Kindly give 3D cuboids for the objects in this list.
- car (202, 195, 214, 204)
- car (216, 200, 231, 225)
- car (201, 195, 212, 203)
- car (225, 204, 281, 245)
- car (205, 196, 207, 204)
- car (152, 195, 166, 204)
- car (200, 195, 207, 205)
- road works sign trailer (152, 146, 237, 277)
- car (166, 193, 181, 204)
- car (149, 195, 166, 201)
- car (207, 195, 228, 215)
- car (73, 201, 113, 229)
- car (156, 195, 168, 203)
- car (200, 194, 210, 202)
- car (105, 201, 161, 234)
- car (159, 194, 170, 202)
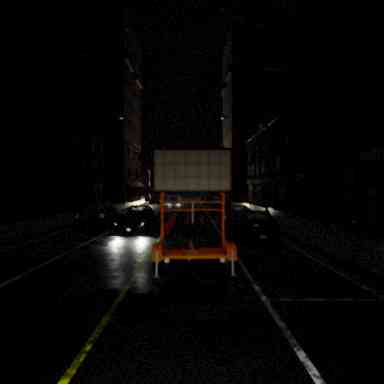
[{"bbox_3d":[2.717,1.291,58.993,1.887,1.381,4.507,-1,0,0],"label":"car"},{"bbox_3d":[2.740,1.449,20.458,1.887,1.381,4.507,-1,0,0],"label":"car"},{"bbox_3d":[2.714,1.270,64.498,1.887,1.381,4.507,-1,0,0],"label":"car"},{"bbox_3d":[2.743,1.479,14.952,2.008,1.369,4.403,-1,0,0],"label":"car"},{"bbox_3d":[2.730,1.378,36.973,1.887,1.381,4.507,-1,0,0],"label":"car"},{"bbox_3d":[-5.808,1.312,58.989,1.947,1.339,4.313,-1,0,0],"label":"car"},{"bbox_3d":[2.721,1.333,53.489,1.947,1.339,4.313,-1,0,0],"label":"car"},{"bbox_3d":[0.018,0.415,10.049,2.380,3.560,2.880,0,0,-3],"label":"road works sign trailer"},{"bbox_3d":[-3.093,0.956,59.030,2.150,2.045,5.566,0,0,1],"label":"car"},{"bbox_3d":[-5.806,1.207,53.483,1.967,1.590,4.097,-1,0,0],"label":"car"},{"bbox_3d":[2.732,1.297,31.468,1.967,1.590,4.097,-1,0,0],"label":"car"},{"bbox_3d":[-5.786,1.344,20.452,1.967,1.590,4.097,-1,0,0],"label":"car"},{"bbox_3d":[-5.811,1.276,64.494,2.008,1.369,4.403,-1,0,0],"label":"car"},{"bbox_3d":[2.711,1.249,70.004,1.887,1.381,4.507,-1,0,0],"label":"car"},{"bbox_3d":[-3.112,1.458,18.963,2.033,1.411,5.357,0,0,0],"label":"car"},{"bbox_3d":[-5.814,1.249,69.999,1.887,1.381,4.507,-1,0,0],"label":"car"}]
